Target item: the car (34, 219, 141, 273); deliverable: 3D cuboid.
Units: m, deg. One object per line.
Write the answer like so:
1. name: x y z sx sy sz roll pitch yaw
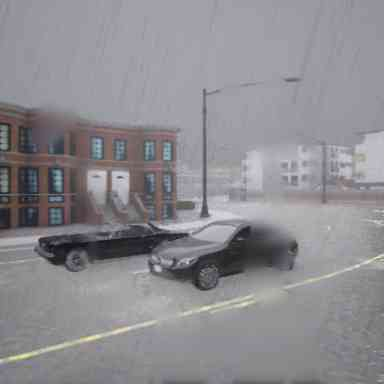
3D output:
1. car: -2.469 1.590 10.841 4.718 1.301 1.895 0 0 -36

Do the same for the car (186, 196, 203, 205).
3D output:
1. car: 0.645 1.441 55.072 1.812 1.442 4.674 0 0 -33

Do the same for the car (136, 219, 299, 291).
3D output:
1. car: 1.062 1.510 9.129 4.674 1.442 1.812 0 0 -37
